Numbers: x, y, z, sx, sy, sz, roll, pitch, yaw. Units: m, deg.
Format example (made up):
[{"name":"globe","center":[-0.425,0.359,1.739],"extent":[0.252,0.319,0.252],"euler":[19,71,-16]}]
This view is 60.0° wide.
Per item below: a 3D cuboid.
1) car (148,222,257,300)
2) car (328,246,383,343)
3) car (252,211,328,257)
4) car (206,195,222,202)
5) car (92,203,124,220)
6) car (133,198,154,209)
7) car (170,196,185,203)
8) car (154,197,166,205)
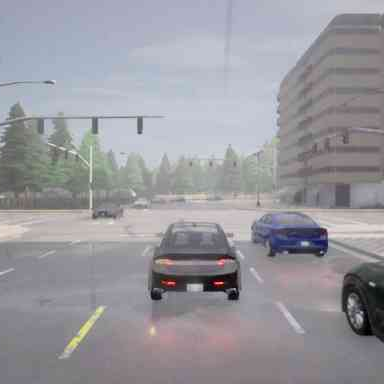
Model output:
[{"name":"car","center":[0.066,1.499,8.365],"extent":[2.128,1.511,4.902],"euler":[0,0,0]},{"name":"car","center":[3.600,1.356,3.860],"extent":[2.097,1.767,4.553],"euler":[0,0,0]},{"name":"car","center":[3.584,1.489,13.011],"extent":[1.882,1.535,5.008],"euler":[0,0,0]},{"name":"car","center":[5.519,1.570,82.096],"extent":[1.837,1.490,4.892],"euler":[0,0,42]},{"name":"car","center":[-7.096,1.612,28.426],"extent":[1.994,1.385,4.181],"euler":[0,0,0]},{"name":"car","center":[-6.978,1.567,46.432],"extent":[1.812,1.442,4.674],"euler":[0,0,2]},{"name":"car","center":[-2.927,1.586,69.813],"extent":[1.812,1.442,4.674],"euler":[0,0,23]},{"name":"car","center":[-6.011,1.578,59.281],"extent":[1.812,1.442,4.674],"euler":[0,0,11]}]
